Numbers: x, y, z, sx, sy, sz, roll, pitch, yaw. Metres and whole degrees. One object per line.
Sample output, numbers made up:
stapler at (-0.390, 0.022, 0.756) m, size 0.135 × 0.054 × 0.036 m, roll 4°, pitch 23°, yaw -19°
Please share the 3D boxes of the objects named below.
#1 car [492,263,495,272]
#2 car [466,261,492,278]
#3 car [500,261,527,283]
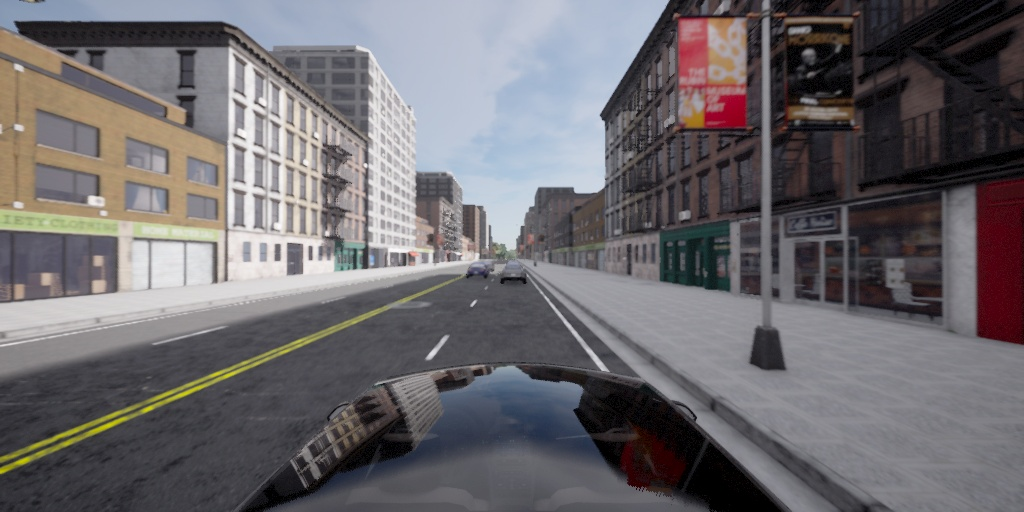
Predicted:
car at (-3.225, 1.329, 46.728) m, size 2.033 × 1.411 × 5.357 m, roll 0°, pitch 0°, yaw 1°
car at (-3.147, 1.296, 33.501) m, size 1.812 × 1.442 × 4.674 m, roll 0°, pitch 0°, yaw 0°
car at (0.105, 1.331, 27.880) m, size 1.994 × 1.385 × 4.181 m, roll 0°, pitch 0°, yaw 0°
